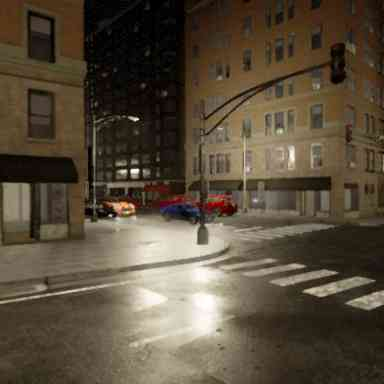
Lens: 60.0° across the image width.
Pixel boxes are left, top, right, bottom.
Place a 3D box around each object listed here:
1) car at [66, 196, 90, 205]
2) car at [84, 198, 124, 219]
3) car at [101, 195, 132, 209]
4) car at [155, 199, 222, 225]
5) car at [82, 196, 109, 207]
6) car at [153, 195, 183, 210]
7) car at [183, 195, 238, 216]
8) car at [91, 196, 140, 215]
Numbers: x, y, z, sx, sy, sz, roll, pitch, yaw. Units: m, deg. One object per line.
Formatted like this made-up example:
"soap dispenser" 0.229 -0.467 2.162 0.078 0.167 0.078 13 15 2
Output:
"car" -17.247 1.266 50.059 1.802 1.307 4.206 0 0 -44
"car" -8.040 1.502 28.297 1.947 1.339 4.313 0 0 -44
"car" -9.582 1.227 42.145 1.967 1.590 4.097 0 0 -44
"car" -0.366 1.519 24.323 1.812 1.442 4.674 0 1 -43
"car" -13.415 1.318 46.102 1.802 1.307 4.206 0 0 -44
"car" -1.918 1.203 34.232 2.192 1.841 5.009 0 0 -44
"car" 1.913 1.252 30.275 2.192 1.841 5.009 0 0 -44
"car" -7.370 1.256 31.560 2.097 1.767 4.553 0 1 -44
